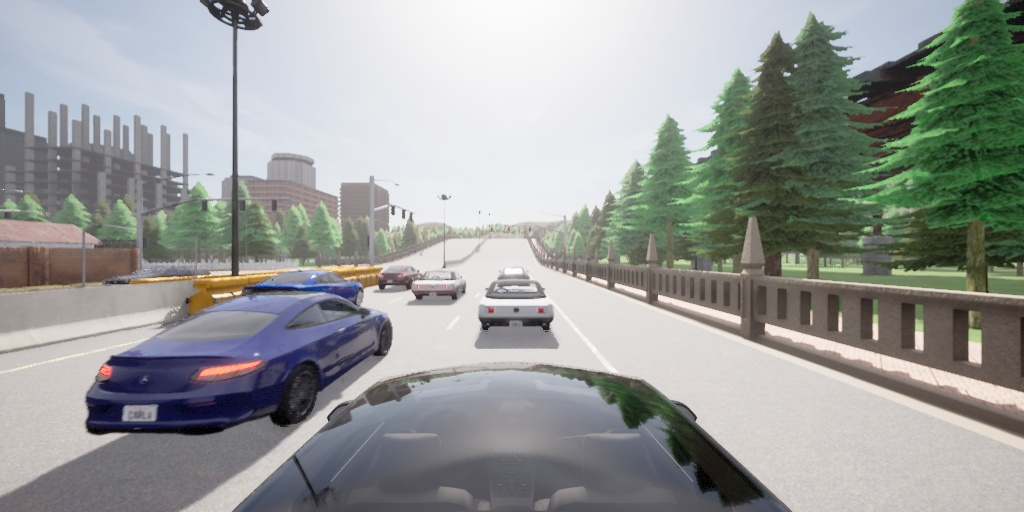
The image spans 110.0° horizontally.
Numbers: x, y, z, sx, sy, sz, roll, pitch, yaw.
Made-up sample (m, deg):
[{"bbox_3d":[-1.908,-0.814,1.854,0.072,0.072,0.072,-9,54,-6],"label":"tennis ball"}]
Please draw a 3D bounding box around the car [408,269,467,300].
[{"bbox_3d":[-3.399,1.358,17.653,1.895,1.301,4.718,0,0,0],"label":"car"}]

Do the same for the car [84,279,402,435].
[{"bbox_3d":[-3.398,1.277,5.578,1.812,1.442,4.674,0,0,0],"label":"car"}]

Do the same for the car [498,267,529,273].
[{"bbox_3d":[0.101,1.323,21.893,1.994,1.385,4.181,0,0,0],"label":"car"}]

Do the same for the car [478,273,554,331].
[{"bbox_3d":[0.101,1.355,10.930,1.895,1.301,4.718,0,0,0],"label":"car"}]

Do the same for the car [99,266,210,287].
[{"bbox_3d":[-21.028,1.306,21.620,2.033,1.411,5.357,0,0,0],"label":"car"}]

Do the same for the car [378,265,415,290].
[{"bbox_3d":[-6.899,1.285,22.532,1.812,1.442,4.674,0,0,0],"label":"car"}]

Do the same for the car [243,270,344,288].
[{"bbox_3d":[-6.899,1.233,12.450,1.882,1.535,5.008,0,-1,0],"label":"car"}]
